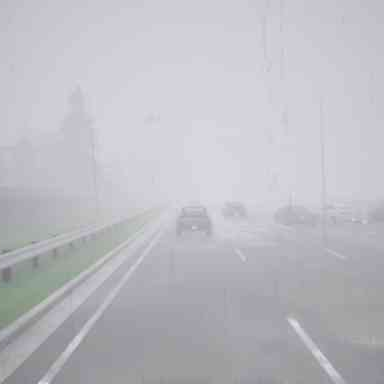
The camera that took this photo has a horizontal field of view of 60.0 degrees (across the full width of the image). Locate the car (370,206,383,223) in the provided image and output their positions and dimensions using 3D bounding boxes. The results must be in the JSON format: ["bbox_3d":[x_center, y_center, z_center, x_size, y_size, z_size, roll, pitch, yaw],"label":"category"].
[{"bbox_3d":[14.111,1.612,23.438,1.994,1.385,4.181,0,0,0],"label":"car"}]

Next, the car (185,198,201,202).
[{"bbox_3d":[0.122,1.566,43.288,1.882,1.535,5.008,0,0,0],"label":"car"}]

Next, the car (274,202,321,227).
[{"bbox_3d":[7.112,1.612,23.353,1.994,1.385,4.181,0,0,0],"label":"car"}]

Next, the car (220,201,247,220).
[{"bbox_3d":[3.614,1.565,29.179,1.837,1.490,4.892,0,0,0],"label":"car"}]

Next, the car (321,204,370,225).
[{"bbox_3d":[10.616,1.575,24.193,1.812,1.442,4.674,0,0,0],"label":"car"}]

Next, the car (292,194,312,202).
[{"bbox_3d":[22.957,1.354,69.405,3.866,1.878,1.905,0,0,0],"label":"car"}]

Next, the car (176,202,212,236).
[{"bbox_3d":[0.108,1.530,18.779,2.128,1.511,4.902,0,0,0],"label":"car"}]
